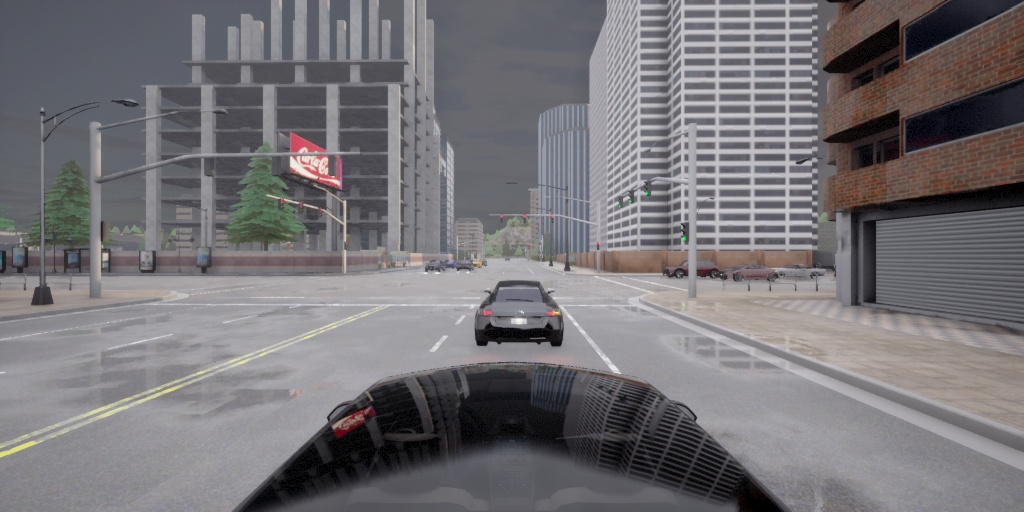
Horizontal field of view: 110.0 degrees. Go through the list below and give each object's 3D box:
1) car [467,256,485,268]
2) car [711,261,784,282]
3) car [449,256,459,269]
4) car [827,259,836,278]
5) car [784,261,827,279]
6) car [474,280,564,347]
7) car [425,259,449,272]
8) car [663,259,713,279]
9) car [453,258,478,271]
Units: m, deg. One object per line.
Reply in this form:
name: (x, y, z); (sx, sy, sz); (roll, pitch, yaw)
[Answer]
car: (-6.091, 1.228, 59.399); (1.882, 1.535, 5.008); (0, 0, 1)
car: (18.793, 1.314, 28.767); (4.181, 1.385, 1.994); (0, 0, 1)
car: (-9.665, 1.228, 55.701); (1.882, 1.535, 5.008); (0, 0, 1)
car: (28.679, 1.228, 28.630); (5.008, 1.535, 1.882); (0, 0, 1)
car: (25.061, 1.351, 32.184); (4.718, 1.301, 1.895); (0, 0, 1)
car: (0.188, 1.314, 9.392); (1.994, 1.385, 4.181); (0, 0, 1)
car: (-9.839, 1.255, 46.207); (1.837, 1.490, 4.892); (0, 0, 1)
car: (16.068, 1.102, 32.301); (4.553, 1.767, 2.097); (0, 0, 1)
car: (-6.290, 1.297, 49.090); (2.033, 1.411, 5.357); (0, 0, 1)
